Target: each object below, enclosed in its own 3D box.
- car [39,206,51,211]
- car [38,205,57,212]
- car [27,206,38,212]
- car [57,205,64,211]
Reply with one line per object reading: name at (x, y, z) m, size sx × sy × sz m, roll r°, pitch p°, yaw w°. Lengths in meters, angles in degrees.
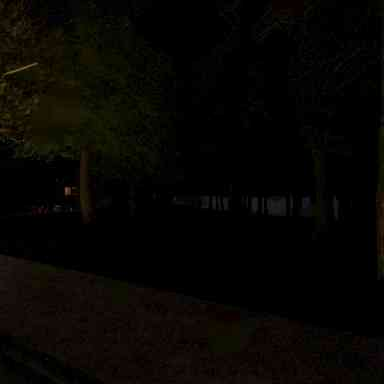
car at (-38.385, 4.275, 86.995) m, size 1.994 × 1.385 × 4.181 m, roll 0°, pitch -2°, yaw -9°
car at (-33.465, 3.887, 77.248) m, size 1.837 × 1.490 × 4.892 m, roll 0°, pitch -2°, yaw -9°
car at (-36.733, 3.912, 77.090) m, size 1.837 × 1.490 × 4.892 m, roll 0°, pitch -2°, yaw -9°
car at (-35.179, 4.239, 87.531) m, size 2.128 × 1.511 × 4.902 m, roll 0°, pitch -2°, yaw -9°
